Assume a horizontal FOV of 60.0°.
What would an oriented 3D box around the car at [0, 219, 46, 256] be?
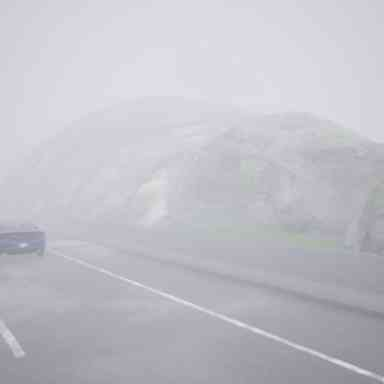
[{"bbox_3d":[-7.837,1.885,14.339,1.882,1.535,5.008,2,-3,-39],"label":"car"}]
